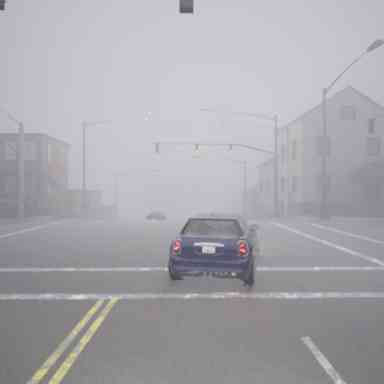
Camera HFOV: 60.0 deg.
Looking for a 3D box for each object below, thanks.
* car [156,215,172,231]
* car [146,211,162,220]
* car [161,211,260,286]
[{"bbox_3d":[-3.721,4.214,44.658,1.837,1.490,4.892,0,-12,-1],"label":"car"},{"bbox_3d":[-3.629,2.647,34.440,1.895,1.301,4.718,0,-9,0],"label":"car"},{"bbox_3d":[0.850,1.364,9.846,2.097,1.767,4.553,0,0,13],"label":"car"}]
